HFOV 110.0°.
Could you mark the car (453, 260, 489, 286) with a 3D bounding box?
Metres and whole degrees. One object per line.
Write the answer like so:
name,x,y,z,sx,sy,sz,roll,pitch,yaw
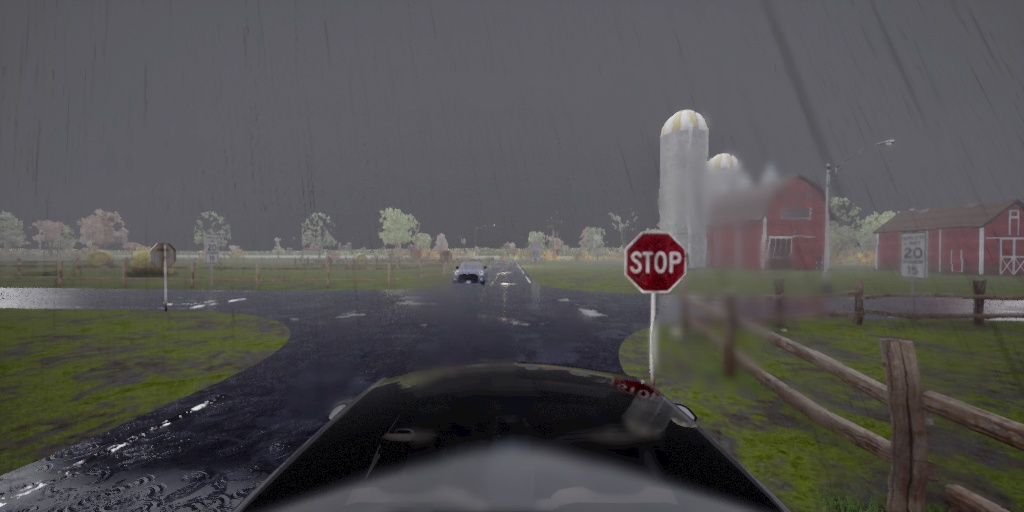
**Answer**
car,-2.790,1.074,25.150,2.097,1.767,4.553,0,0,0
